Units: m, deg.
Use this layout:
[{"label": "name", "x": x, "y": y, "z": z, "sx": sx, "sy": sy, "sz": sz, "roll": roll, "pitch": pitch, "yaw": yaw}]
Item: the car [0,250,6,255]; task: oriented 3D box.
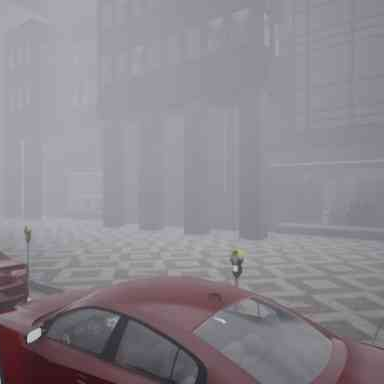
[{"label": "car", "x": -5.002, "y": 1.543, "z": 6.540, "sx": 4.507, "sy": 1.381, "sz": 1.887, "roll": 0, "pitch": 0, "yaw": 36}]

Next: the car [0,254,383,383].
[{"label": "car", "x": -0.417, "y": 1.544, "z": 3.262, "sx": 4.507, "sy": 1.381, "sz": 1.887, "roll": 0, "pitch": 0, "yaw": 36}]
